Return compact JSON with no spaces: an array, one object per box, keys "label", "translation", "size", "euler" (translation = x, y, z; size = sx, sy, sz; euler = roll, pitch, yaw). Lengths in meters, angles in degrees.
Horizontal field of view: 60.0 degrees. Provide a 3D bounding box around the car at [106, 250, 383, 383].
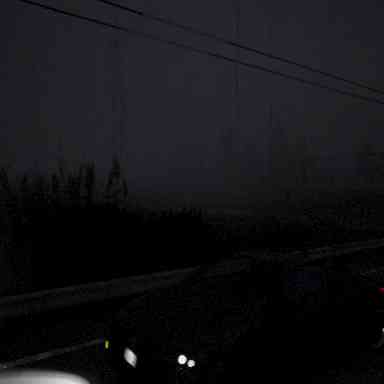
[{"label":"car","translation":[0.976,1.588,4.674],"size":[4.181,1.385,1.994],"euler":[1,0,-35]}]
